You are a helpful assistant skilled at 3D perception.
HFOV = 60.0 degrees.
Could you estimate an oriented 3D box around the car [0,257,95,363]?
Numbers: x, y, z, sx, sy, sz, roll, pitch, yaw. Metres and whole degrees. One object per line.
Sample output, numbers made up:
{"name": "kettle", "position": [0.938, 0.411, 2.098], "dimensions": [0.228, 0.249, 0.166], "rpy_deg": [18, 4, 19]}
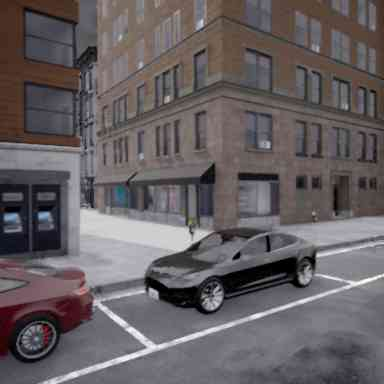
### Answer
{"name": "car", "position": [-3.431, 1.586, 4.315], "dimensions": [4.206, 1.307, 1.802], "rpy_deg": [-1, 1, -35]}

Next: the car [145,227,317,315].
{"name": "car", "position": [1.056, 1.519, 7.512], "dimensions": [4.313, 1.339, 1.947], "rpy_deg": [-1, 1, -35]}
